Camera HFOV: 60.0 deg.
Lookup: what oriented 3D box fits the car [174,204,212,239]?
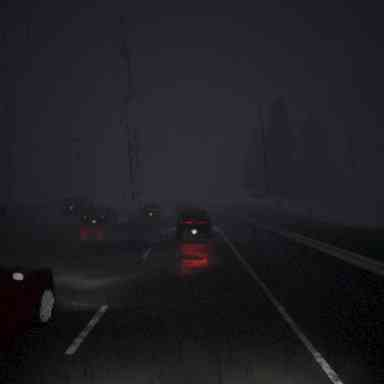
[{"bbox_3d":[0.092,1.679,18.596,1.837,1.490,4.892,0,0,-1],"label":"car"}]

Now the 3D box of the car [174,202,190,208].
[{"bbox_3d":[-0.992,1.829,37.907,1.882,1.535,5.008,0,0,-6],"label":"car"}]

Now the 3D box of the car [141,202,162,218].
[{"bbox_3d":[-4.085,1.817,33.563,1.837,1.490,4.892,1,0,-5],"label":"car"}]

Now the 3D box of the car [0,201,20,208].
[{"bbox_3d":[-28.578,2.049,52.400,1.994,1.385,4.181,0,-1,-13],"label":"car"}]

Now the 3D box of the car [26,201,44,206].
[{"bbox_3d":[-25.205,2.096,53.412,1.895,1.301,4.718,0,-1,-13],"label":"car"}]

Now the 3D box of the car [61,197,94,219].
[{"bbox_3d":[-10.954,1.523,32.274,2.150,2.045,5.566,0,0,-5],"label":"car"}]

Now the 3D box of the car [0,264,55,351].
[{"bbox_3d":[-3.401,1.516,4.057,1.882,1.535,5.008,0,0,0],"label":"car"}]

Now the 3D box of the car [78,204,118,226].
[{"bbox_3d":[-7.095,1.843,26.012,1.895,1.301,4.718,0,-1,-2],"label":"car"}]
